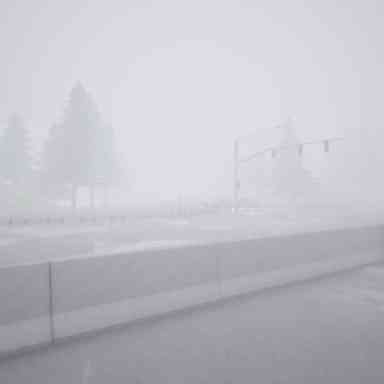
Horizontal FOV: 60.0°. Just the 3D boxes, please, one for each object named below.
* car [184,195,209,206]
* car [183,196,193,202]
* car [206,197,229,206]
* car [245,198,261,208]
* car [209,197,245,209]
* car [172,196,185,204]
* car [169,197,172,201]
[{"bbox_3d":[0.987,1.714,59.003,2.033,1.411,5.357,0,0,-22],"label":"car"},{"bbox_3d":[-1.060,1.696,80.413,1.882,1.535,5.008,0,0,-7],"label":"car"},{"bbox_3d":[4.553,1.673,59.631,2.128,1.511,4.902,0,0,-22],"label":"car"},{"bbox_3d":[8.496,1.678,51.258,1.837,1.490,4.892,0,0,-29],"label":"car"},{"bbox_3d":[5.203,1.705,49.916,2.033,1.411,5.357,0,0,-28],"label":"car"},{"bbox_3d":[-2.089,1.781,68.089,1.895,1.301,4.718,0,0,-17],"label":"car"},{"bbox_3d":[-4.215,1.794,77.960,1.895,1.301,4.718,0,0,-11],"label":"car"}]
